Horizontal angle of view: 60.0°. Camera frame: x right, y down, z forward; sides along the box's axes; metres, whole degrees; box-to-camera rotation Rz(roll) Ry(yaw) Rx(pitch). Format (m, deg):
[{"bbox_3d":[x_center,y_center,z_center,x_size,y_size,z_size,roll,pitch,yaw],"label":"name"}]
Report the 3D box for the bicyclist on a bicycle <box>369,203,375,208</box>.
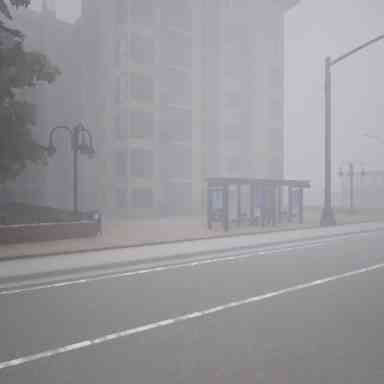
[{"bbox_3d":[27.496,2.462,50.691,1.656,1.620,0.582,0,-8,-36],"label":"bicyclist on a bicycle"}]
